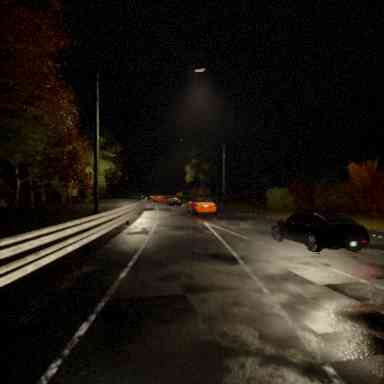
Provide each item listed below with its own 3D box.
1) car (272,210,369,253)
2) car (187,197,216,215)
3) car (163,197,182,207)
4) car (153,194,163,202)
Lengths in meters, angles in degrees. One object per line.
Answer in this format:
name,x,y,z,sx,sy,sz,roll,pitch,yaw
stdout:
car,5.010,1.513,13.696,1.837,1.490,4.892,1,0,-12
car,0.868,1.325,33.194,2.097,1.767,4.553,0,0,-12
car,-2.856,1.513,50.827,1.895,1.301,4.718,0,0,-12
car,-7.295,1.173,71.824,2.097,1.767,4.553,0,0,-12
